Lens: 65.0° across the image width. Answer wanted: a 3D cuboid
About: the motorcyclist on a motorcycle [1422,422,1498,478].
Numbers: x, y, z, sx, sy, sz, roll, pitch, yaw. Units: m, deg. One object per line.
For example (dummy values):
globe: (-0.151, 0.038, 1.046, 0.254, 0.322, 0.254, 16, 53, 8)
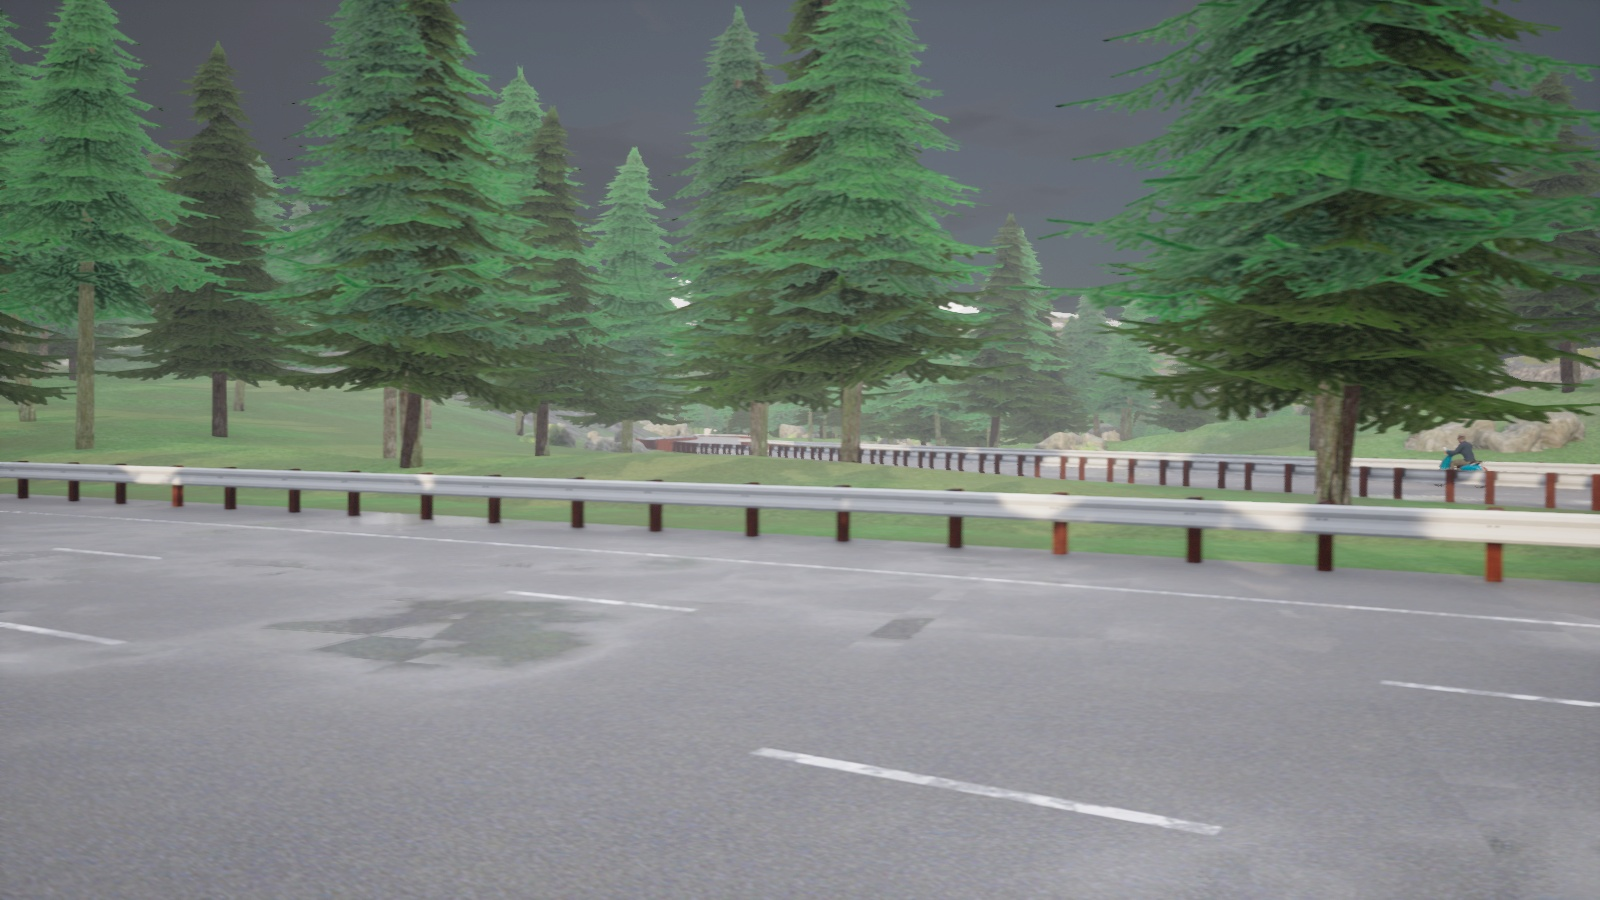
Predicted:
motorcyclist on a motorcycle: (19.567, -0.011, 37.250, 0.866, 1.590, 1.817, -1, 1, -27)
